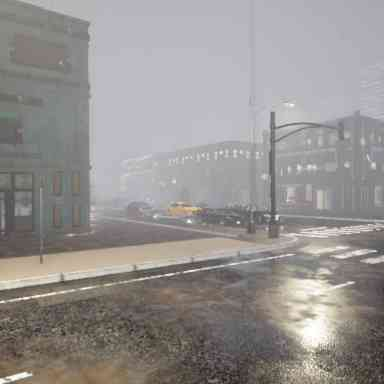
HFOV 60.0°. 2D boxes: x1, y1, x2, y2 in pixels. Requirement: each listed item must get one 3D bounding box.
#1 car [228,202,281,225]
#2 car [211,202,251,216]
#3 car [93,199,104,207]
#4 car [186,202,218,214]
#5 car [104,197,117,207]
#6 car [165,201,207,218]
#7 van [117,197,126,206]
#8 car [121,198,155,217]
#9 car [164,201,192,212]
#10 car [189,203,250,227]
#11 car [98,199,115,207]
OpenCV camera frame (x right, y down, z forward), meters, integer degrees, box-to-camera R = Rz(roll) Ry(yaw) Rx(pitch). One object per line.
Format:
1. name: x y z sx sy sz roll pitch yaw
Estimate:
1. car: 4.769 1.702 26.075 2.128 1.511 4.902 -1 0 -33
2. car: 4.291 1.809 36.937 2.008 1.369 4.403 -2 0 -35
3. car: -19.488 2.190 66.864 2.128 1.511 4.902 -1 0 -35
4. car: 1.150 1.904 41.494 1.802 1.307 4.206 -1 0 -35
5. car: -14.566 1.940 64.278 2.192 1.841 5.009 -1 0 -35
6. car: -0.917 1.803 34.305 1.882 1.535 5.008 -1 0 -34
7. van: -11.424 1.907 59.721 1.690 1.788 3.998 -1 0 -35
8. car: -5.752 1.846 36.735 1.967 1.590 4.097 -1 0 -35
9. car: -1.991 1.966 46.050 1.802 1.307 4.206 -1 0 -35
10. car: 2.028 1.814 25.242 1.947 1.339 4.313 -1 0 -35
11. car: -17.703 2.228 68.835 1.887 1.381 4.507 -1 0 -35
